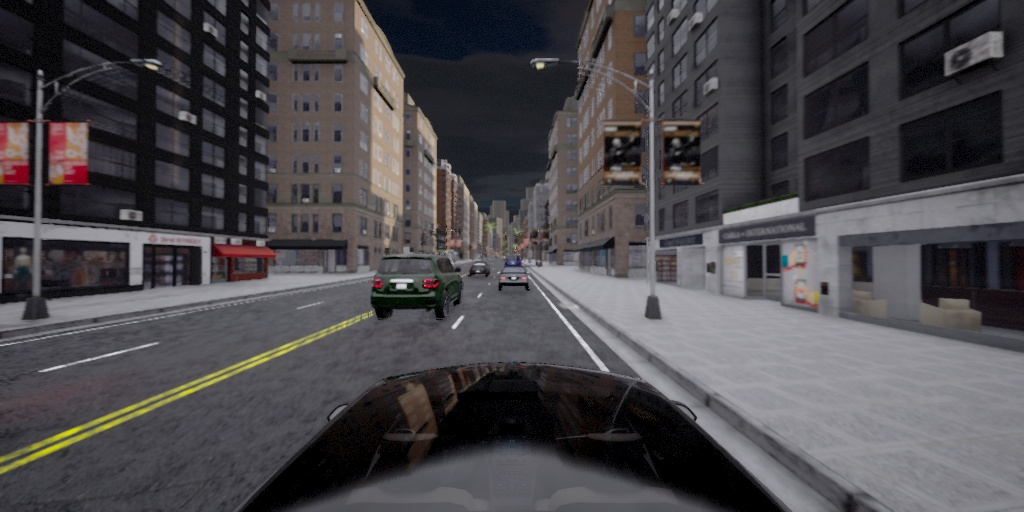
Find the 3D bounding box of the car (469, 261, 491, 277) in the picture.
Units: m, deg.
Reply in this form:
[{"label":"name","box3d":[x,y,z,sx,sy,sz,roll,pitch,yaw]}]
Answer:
[{"label":"car","box3d":[-3.138,1.232,35.404,1.812,1.442,4.674,0,0,0]}]

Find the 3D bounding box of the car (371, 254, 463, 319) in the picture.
[{"label":"car","box3d":[-3.145,0.961,12.894,2.150,2.045,5.566,0,0,0]}]

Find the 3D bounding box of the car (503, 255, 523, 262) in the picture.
[{"label":"car","box3d":[0.116,0.912,43.249,2.150,2.045,5.566,0,0,0]}]

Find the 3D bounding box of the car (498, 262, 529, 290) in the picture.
[{"label":"car","box3d":[0.107,1.276,22.319,2.033,1.411,5.357,0,0,0]}]
